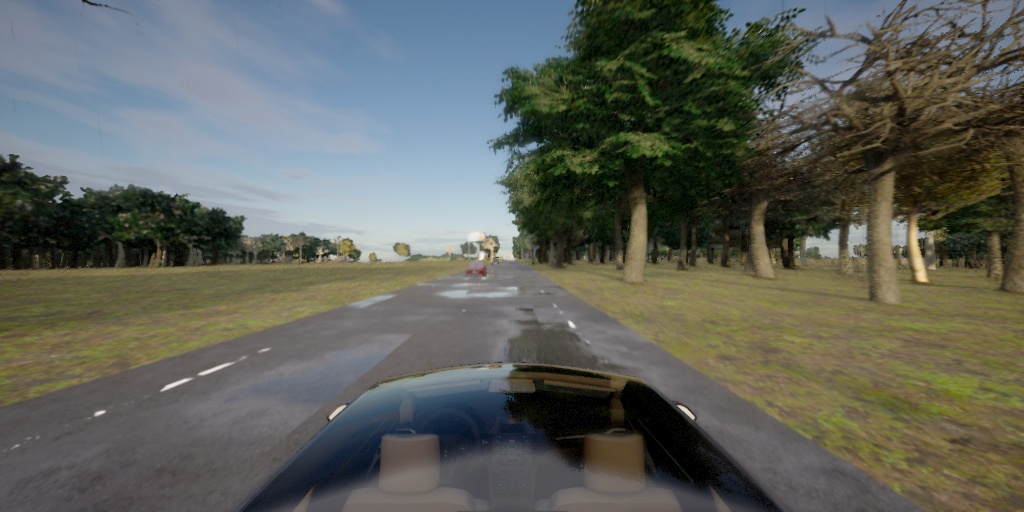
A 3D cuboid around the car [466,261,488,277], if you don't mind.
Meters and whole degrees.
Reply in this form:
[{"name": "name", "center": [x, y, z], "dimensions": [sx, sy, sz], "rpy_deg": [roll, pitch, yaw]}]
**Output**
[{"name": "car", "center": [-3.587, 1.293, 36.794], "dimensions": [1.882, 1.535, 5.008], "rpy_deg": [0, 0, 0]}]
